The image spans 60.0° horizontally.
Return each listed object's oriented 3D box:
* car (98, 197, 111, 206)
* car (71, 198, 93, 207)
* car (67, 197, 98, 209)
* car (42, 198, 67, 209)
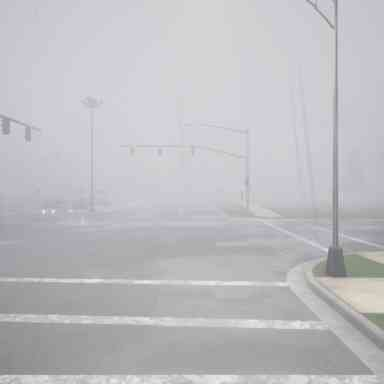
[{"bbox_3d":[-14.342,1.564,53.231,1.994,1.385,4.181,0,0,2],"label":"car"},{"bbox_3d":[-17.842,1.601,53.980,1.895,1.301,4.718,0,0,1],"label":"car"},{"bbox_3d":[-14.506,1.505,44.325,1.837,1.490,4.892,0,0,1],"label":"car"},{"bbox_3d":[-18.007,1.547,44.397,2.033,1.411,5.357,0,0,1],"label":"car"}]
